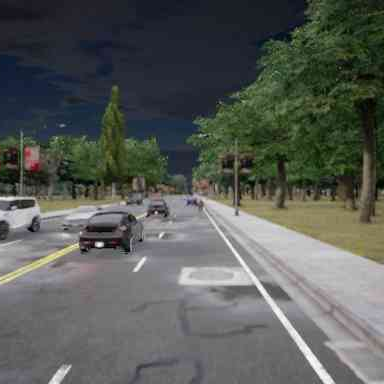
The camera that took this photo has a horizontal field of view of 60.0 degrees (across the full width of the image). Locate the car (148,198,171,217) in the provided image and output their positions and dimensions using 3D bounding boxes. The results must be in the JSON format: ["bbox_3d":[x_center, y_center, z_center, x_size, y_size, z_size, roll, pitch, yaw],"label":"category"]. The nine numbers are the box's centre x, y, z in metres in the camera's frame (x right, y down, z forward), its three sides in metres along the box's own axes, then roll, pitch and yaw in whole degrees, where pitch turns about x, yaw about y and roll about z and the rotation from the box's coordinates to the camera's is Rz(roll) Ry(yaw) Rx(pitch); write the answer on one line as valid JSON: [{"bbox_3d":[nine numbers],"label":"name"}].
[{"bbox_3d":[-3.155,1.583,31.834,1.837,1.490,4.892,0,0,0],"label":"car"}]

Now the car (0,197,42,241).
[{"bbox_3d":[-9.853,1.266,17.247,2.150,2.045,5.566,0,0,0],"label":"car"}]

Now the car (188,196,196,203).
[{"bbox_3d":[-0.013,1.712,75.537,1.812,1.442,4.674,0,0,0],"label":"car"}]

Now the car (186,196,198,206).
[{"bbox_3d":[0.039,1.624,58.908,1.882,1.535,5.008,0,0,1],"label":"car"}]

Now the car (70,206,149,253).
[{"bbox_3d":[-3.153,1.539,13.741,1.837,1.490,4.892,0,0,0],"label":"car"}]

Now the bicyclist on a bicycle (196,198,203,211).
[{"bbox_3d":[0.904,1.541,42.135,0.866,1.612,1.509,0,0,0],"label":"bicyclist on a bicycle"}]

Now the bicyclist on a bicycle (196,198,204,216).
[{"bbox_3d":[0.888,1.533,32.379,0.582,1.620,1.656,0,-1,0],"label":"bicyclist on a bicycle"}]

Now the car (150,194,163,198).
[{"bbox_3d":[-6.537,1.378,62.112,2.150,2.045,5.566,0,0,1],"label":"car"}]

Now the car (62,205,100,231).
[{"bbox_3d":[-6.602,1.577,21.120,1.812,1.442,4.674,0,0,0],"label":"car"}]

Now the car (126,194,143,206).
[{"bbox_3d":[-9.808,1.362,57.022,2.150,2.045,5.566,0,0,1],"label":"car"}]
